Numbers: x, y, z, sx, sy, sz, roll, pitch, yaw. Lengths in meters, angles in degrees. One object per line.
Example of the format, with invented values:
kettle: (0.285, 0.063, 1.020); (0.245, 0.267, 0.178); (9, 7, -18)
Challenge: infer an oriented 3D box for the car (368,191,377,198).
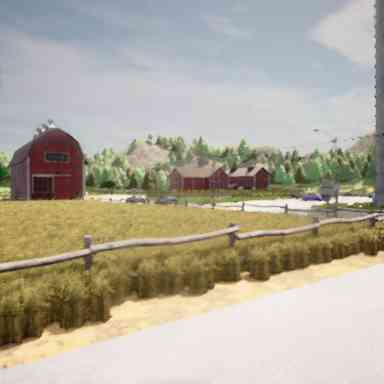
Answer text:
car: (42.328, 0.546, 75.500); (1.905, 1.878, 3.866); (-1, 0, -36)

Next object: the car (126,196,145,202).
car: (-9.713, 1.325, 56.969); (1.994, 1.385, 4.181); (-1, 0, -36)

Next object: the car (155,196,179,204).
car: (-3.700, 1.286, 48.710); (1.812, 1.442, 4.674); (-1, 0, -35)

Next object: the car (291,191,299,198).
car: (26.282, 0.646, 80.193); (1.932, 1.855, 4.605); (-1, 0, -36)

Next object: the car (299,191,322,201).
car: (22.783, 0.954, 61.224); (2.242, 1.667, 4.611); (-1, 0, -36)
